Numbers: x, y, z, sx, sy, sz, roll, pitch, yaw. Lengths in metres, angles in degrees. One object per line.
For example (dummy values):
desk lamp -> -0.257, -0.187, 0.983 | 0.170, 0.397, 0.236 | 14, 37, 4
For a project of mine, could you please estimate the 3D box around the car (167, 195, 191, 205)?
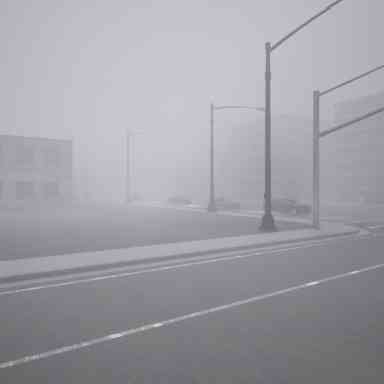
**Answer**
car -> -1.891, 1.120, 47.938 | 1.994, 1.385, 4.181 | 0, 1, -34

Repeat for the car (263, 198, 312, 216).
car -> 9.063, 1.345, 31.978 | 1.882, 1.535, 5.008 | 0, 1, -35

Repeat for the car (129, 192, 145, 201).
car -> -10.115, 0.789, 60.073 | 2.128, 1.511, 4.902 | 0, 1, -34

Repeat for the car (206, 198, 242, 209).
car -> 3.765, 1.332, 39.672 | 1.895, 1.301, 4.718 | 0, 1, -34
